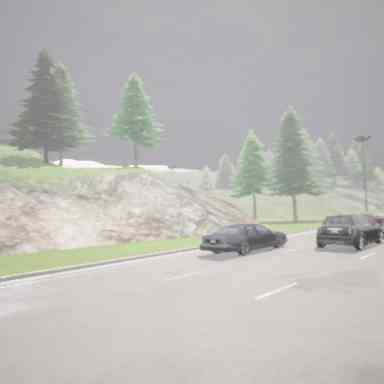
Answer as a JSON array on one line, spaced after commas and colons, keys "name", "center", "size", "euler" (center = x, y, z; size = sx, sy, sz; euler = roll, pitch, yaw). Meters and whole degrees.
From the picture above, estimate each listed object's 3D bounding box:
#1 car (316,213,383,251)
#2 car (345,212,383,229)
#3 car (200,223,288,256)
[{"name": "car", "center": [8.294, 1.916, 17.332], "size": [2.097, 1.767, 4.553], "euler": [-5, -4, 45]}, {"name": "car", "center": [15.565, 2.496, 29.610], "size": [4.718, 1.301, 1.895], "euler": [1, -4, -45]}, {"name": "car", "center": [2.732, 2.286, 16.693], "size": [5.357, 1.411, 2.033], "euler": [1, -4, -45]}]
